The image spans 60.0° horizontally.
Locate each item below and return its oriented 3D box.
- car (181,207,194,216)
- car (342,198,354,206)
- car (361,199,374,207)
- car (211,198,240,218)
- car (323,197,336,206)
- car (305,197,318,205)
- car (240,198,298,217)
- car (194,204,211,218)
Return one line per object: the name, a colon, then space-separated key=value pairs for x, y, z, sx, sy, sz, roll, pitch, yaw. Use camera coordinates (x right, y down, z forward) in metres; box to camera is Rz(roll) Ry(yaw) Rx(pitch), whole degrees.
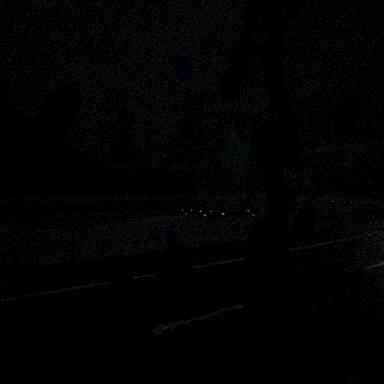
car: x=0.970 y=2.024 z=36.978 sx=4.718 sy=1.301 sz=1.895 roll=0 pitch=-1 yaw=-45
car: x=30.462 y=1.970 z=64.867 sx=1.882 sy=1.535 sz=5.008 roll=-1 pitch=-1 yaw=28
car: x=31.185 y=1.902 z=58.957 sx=1.882 sy=1.535 sz=5.008 roll=-1 pitch=0 yaw=30
car: x=4.663 y=1.542 z=30.799 sx=5.566 sy=2.045 sz=2.150 roll=0 pitch=-1 yaw=-44
car: x=27.908 y=1.900 z=67.549 sx=2.097 sy=1.767 sz=4.553 roll=-1 pitch=-1 yaw=28
car: x=25.307 y=1.902 z=70.160 sx=2.097 sy=1.767 sz=4.553 roll=-1 pitch=-1 yaw=28
car: x=6.846 y=1.495 z=28.041 sx=5.566 sy=2.045 sz=2.150 roll=1 pitch=-1 yaw=-44
car: x=2.842 y=1.973 z=33.907 sx=4.718 sy=1.301 sz=1.895 roll=0 pitch=-1 yaw=-45
